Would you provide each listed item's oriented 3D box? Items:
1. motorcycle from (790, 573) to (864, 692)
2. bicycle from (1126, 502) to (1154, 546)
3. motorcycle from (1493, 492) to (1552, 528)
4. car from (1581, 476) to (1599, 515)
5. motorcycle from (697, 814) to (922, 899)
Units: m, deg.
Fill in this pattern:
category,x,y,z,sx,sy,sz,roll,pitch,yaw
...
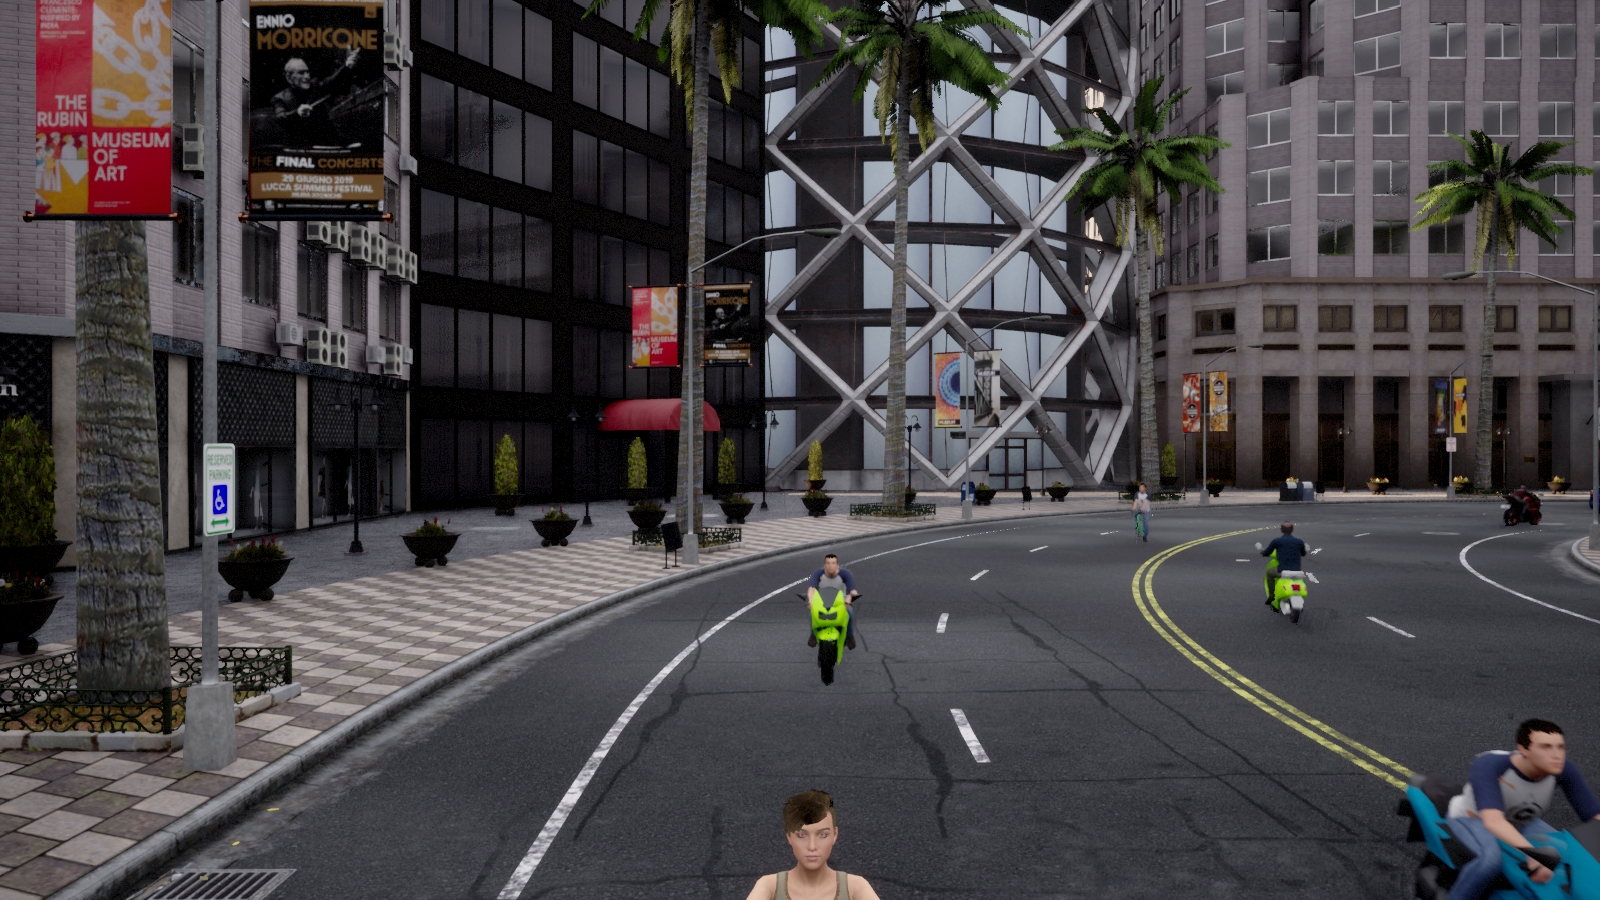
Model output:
category,x,y,z,sx,sy,sz,roll,pitch,yaw
motorcycle,0.368,2.213,14.213,0.803,1.145,2.033,0,0,5
bicycle,10.165,2.206,34.121,0.373,1.196,1.643,1,1,31
motorcycle,26.726,2.205,42.266,2.209,1.251,0.867,0,0,-29
car,36.842,1.968,49.589,4.611,1.667,2.242,0,0,-11
motorcycle,0.030,2.170,3.616,0.764,1.277,2.356,0,0,1
